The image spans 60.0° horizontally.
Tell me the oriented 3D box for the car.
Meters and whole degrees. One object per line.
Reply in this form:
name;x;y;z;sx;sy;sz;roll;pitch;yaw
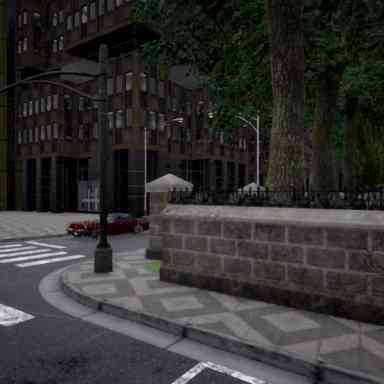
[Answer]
car;-4.638;1.886;18.900;1.895;1.301;4.718;0;-1;38
